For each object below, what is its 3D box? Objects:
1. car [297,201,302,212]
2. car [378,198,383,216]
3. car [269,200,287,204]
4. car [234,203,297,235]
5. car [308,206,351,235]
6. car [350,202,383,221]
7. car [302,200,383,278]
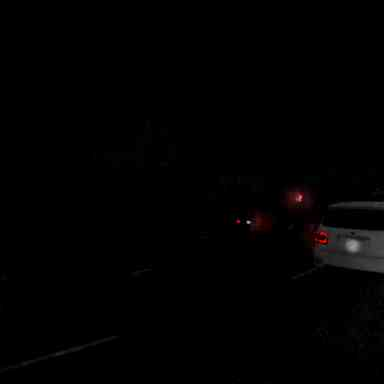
[{"bbox_3d":[13.116,1.619,37.353,1.882,1.535,5.008,0,0,4],"label":"car"},{"bbox_3d":[19.697,1.451,31.656,2.097,1.767,4.553,0,0,10],"label":"car"},{"bbox_3d":[9.672,1.643,37.866,2.128,1.511,4.902,0,0,3],"label":"car"},{"bbox_3d":[4.251,1.628,19.445,2.033,1.411,5.357,0,0,31],"label":"car"},{"bbox_3d":[8.460,1.638,20.209,1.994,1.385,4.181,0,0,28],"label":"car"},{"bbox_3d":[15.514,1.645,29.073,2.033,1.411,5.357,0,0,14],"label":"car"},{"bbox_3d":[5.384,1.255,9.434,2.150,2.045,5.566,0,0,42],"label":"car"}]
